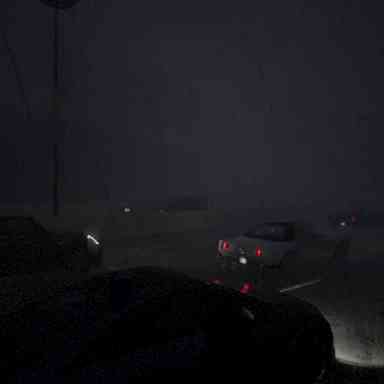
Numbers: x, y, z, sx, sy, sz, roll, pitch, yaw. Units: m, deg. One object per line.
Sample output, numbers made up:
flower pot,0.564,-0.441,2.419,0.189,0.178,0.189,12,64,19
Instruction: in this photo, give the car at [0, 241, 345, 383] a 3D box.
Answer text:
car,-0.268,1.574,3.699,4.181,1.385,1.994,0,0,-36

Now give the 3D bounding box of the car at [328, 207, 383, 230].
car,10.889,1.668,21.857,4.718,1.301,1.895,0,0,-42

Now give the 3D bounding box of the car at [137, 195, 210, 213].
car,-1.045,1.288,25.576,5.566,2.045,2.150,0,0,-40

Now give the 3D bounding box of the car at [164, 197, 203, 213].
car,-0.964,1.455,39.801,4.553,1.767,2.097,0,0,-44

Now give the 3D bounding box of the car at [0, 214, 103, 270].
car,-4.815,1.372,9.053,4.553,1.767,2.097,0,0,-36

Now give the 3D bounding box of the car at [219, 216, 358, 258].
car,3.173,1.632,10.682,4.718,1.301,1.895,0,0,-38
